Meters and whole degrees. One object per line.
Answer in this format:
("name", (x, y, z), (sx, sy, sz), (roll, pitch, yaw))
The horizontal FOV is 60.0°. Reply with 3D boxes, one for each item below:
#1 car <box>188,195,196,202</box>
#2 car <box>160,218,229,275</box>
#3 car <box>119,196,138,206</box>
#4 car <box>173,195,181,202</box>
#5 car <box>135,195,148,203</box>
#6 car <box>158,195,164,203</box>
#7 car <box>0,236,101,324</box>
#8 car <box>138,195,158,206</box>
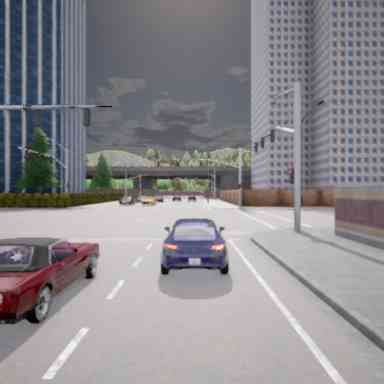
("car", (0.011, 1.433, 76.637), (1.837, 1.490, 4.892), (0, 0, 0))
("car", (0.079, 1.520, 10.361), (1.812, 1.442, 4.674), (0, 0, 0))
("car", (-10.551, 1.460, 54.076), (2.128, 1.511, 4.902), (0, 0, 0))
("car", (-3.489, 1.457, 76.638), (1.812, 1.442, 4.674), (0, 0, 0))
("car", (-10.490, 1.484, 69.276), (2.128, 1.511, 4.902), (0, 0, 0))
("car", (-6.990, 1.438, 69.032), (1.882, 1.535, 5.008), (0, 0, 0))
("car", (-3.438, 1.597, 7.100), (1.895, 1.301, 4.718), (0, 0, 0))
("car", (-7.053, 1.446, 53.765), (1.882, 1.535, 5.008), (0, 0, 0))
